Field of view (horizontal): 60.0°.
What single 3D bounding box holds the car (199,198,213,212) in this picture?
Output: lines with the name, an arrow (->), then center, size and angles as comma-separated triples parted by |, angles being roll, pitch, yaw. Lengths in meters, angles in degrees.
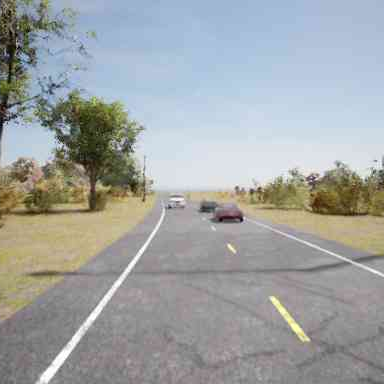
car -> 1.955, 1.481, 39.420 | 2.128, 1.511, 4.902 | 0, 0, -4

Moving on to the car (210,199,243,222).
car -> 2.837, 1.560, 26.754 | 1.994, 1.385, 4.181 | 0, 0, -3

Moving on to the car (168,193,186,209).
car -> -2.110, 1.206, 45.432 | 2.150, 2.045, 5.566 | 0, 0, -5
